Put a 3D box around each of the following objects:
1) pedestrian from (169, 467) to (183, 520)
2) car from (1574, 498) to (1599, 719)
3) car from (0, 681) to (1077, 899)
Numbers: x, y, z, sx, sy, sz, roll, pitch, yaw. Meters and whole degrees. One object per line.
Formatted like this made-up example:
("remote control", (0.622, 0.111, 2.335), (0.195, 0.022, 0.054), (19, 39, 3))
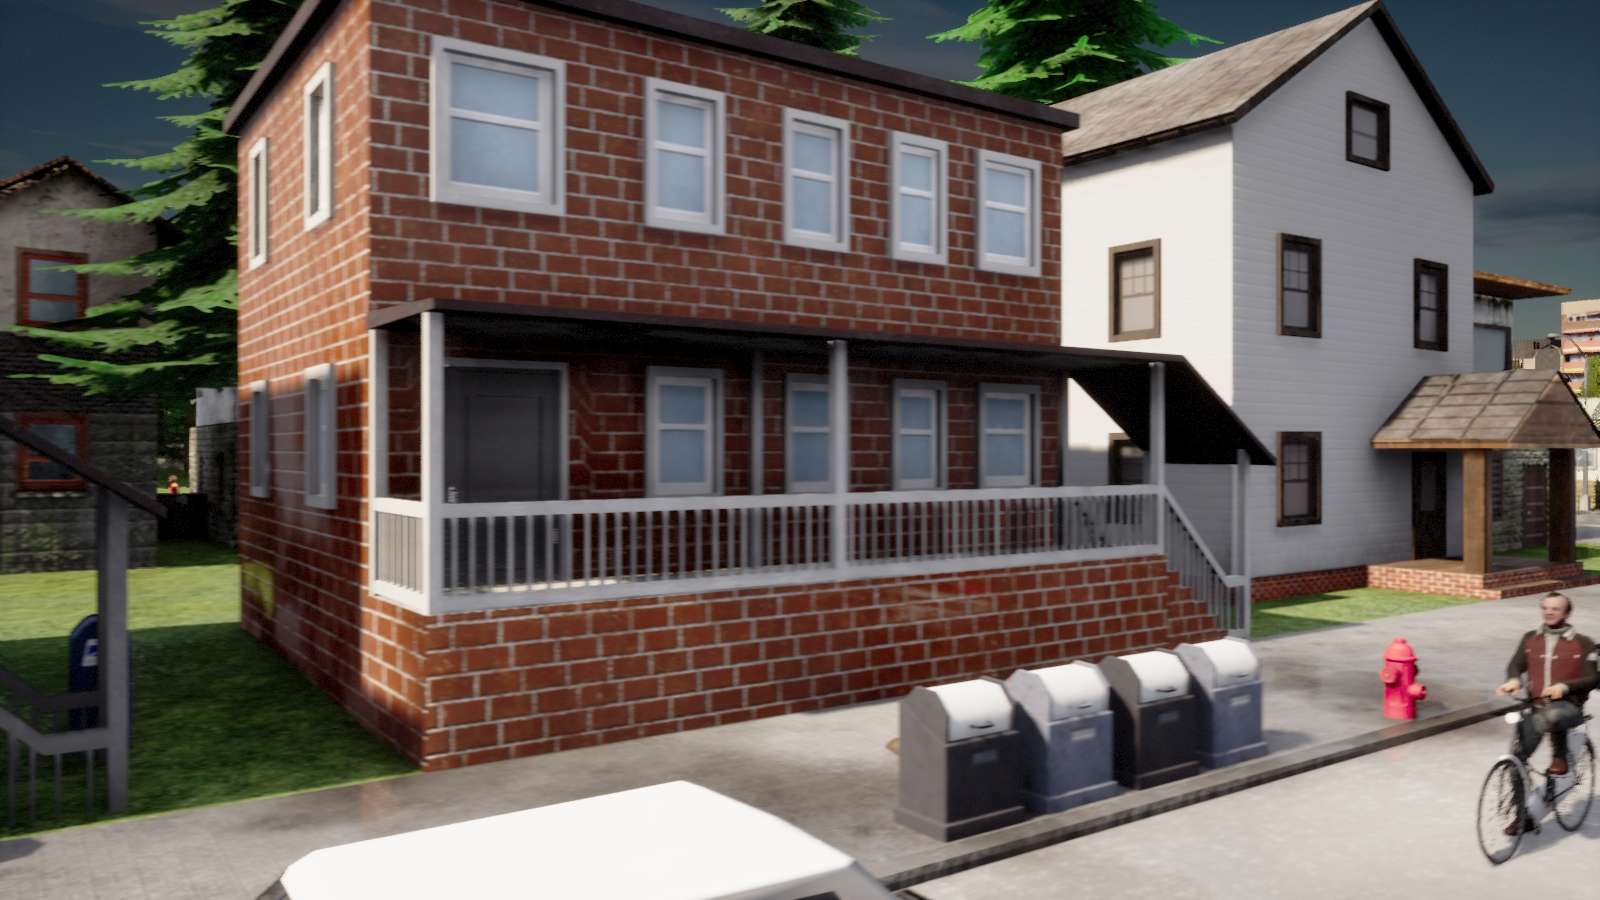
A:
("pedestrian", (-22.167, 1.526, 40.576), (0.375, 1.860, 0.375), (0, 0, -38))
("car", (10.819, 1.533, 11.997), (6.274, 2.098, 2.390), (0, 0, -35))
("car", (-1.188, 1.845, 3.562), (3.806, 1.475, 1.970), (0, 0, -35))
